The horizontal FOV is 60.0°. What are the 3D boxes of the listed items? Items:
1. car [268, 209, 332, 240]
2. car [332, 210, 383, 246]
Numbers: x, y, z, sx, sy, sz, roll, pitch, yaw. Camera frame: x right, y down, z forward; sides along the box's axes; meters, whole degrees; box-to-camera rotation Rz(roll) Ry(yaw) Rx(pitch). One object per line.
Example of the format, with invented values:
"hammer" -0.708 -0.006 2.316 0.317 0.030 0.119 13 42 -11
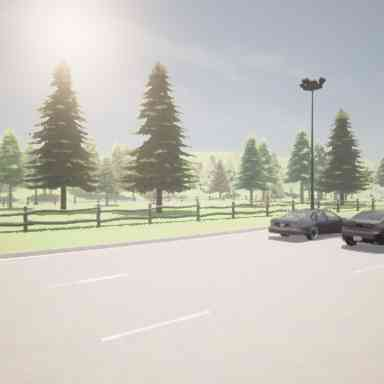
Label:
"car" 6.236 1.564 16.916 5.357 1.411 2.033 0 0 -35
"car" 8.269 1.517 14.066 4.892 1.490 1.837 0 0 -35
